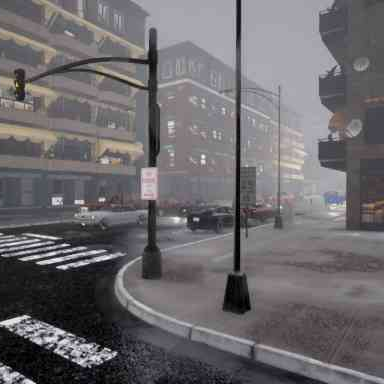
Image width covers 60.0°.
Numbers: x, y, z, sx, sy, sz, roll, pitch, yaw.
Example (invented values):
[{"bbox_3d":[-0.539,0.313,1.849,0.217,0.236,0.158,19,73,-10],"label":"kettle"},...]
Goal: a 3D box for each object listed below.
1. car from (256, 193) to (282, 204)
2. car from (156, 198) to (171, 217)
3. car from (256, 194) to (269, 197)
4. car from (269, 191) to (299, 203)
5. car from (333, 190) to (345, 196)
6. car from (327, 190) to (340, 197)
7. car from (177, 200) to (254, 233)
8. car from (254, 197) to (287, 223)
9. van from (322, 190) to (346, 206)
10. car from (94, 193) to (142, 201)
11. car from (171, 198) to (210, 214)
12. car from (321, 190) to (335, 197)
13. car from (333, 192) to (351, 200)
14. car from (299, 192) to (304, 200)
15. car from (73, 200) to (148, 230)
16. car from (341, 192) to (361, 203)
[{"bbox_3d":[10.603,0.880,45.594,1.947,1.339,4.313,2,2,35],"label":"car"},{"bbox_3d":[-2.217,1.180,27.370,1.887,1.381,4.507,2,2,35],"label":"car"},{"bbox_3d":[5.797,1.012,34.267,1.837,1.490,4.892,1,1,35],"label":"car"},{"bbox_3d":[11.502,0.717,42.328,2.097,1.767,4.553,1,1,36],"label":"car"},{"bbox_3d":[36.243,0.255,82.044,1.802,1.307,4.206,2,2,35],"label":"car"},{"bbox_3d":[33.038,0.335,77.488,1.802,1.307,4.206,2,2,35],"label":"car"},{"bbox_3d":[1.409,1.348,17.961,1.947,1.339,4.313,2,2,35],"label":"car"},{"bbox_3d":[4.614,1.283,22.517,1.802,1.307,4.206,2,2,35],"label":"car"},{"bbox_3d":[17.437,0.721,40.737,1.690,1.788,3.998,2,2,35],"label":"van"},{"bbox_3d":[-5.420,1.031,22.808,2.192,1.841,5.009,2,2,35],"label":"car"},{"bbox_3d":[0.545,1.203,26.830,1.994,1.385,4.181,1,1,34],"label":"car"},{"bbox_3d":[29.833,0.378,72.931,1.887,1.381,4.507,2,2,35],"label":"car"},{"bbox_3d":[25.884,0.695,57.272,1.895,1.301,4.718,1,1,35],"label":"car"},{"bbox_3d":[17.012,0.719,54.707,1.947,1.339,4.313,2,2,35],"label":"car"},{"bbox_3d":[-4.549,1.368,19.565,1.895,1.301,4.718,1,1,35],"label":"car"},{"bbox_3d":[23.844,0.763,49.853,1.887,1.381,4.507,2,2,35],"label":"car"}]
